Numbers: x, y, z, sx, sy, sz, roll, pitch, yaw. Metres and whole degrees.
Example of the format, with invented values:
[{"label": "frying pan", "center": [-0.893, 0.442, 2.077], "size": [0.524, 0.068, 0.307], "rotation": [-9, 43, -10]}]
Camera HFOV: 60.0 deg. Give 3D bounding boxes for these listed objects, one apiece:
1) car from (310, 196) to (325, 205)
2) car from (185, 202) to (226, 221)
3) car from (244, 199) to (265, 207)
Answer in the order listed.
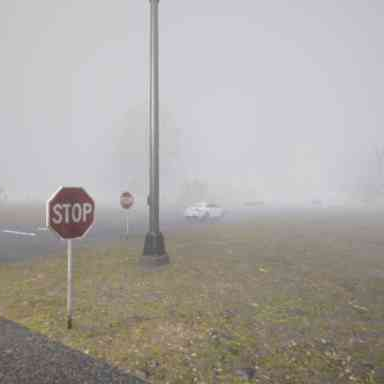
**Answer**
[{"label": "car", "center": [24.975, 1.740, 66.590], "size": [1.812, 1.442, 4.674], "rotation": [0, 0, 26]}, {"label": "car", "center": [1.170, 1.625, 28.645], "size": [1.812, 1.442, 4.674], "rotation": [0, 0, 34]}, {"label": "car", "center": [10.333, 1.768, 54.905], "size": [1.895, 1.301, 4.718], "rotation": [0, 0, 34]}]
